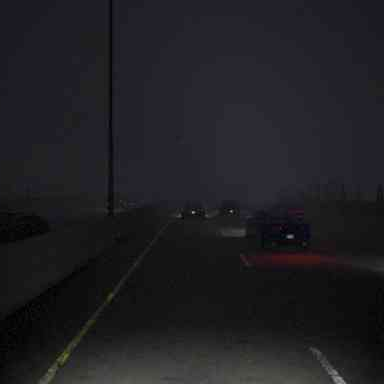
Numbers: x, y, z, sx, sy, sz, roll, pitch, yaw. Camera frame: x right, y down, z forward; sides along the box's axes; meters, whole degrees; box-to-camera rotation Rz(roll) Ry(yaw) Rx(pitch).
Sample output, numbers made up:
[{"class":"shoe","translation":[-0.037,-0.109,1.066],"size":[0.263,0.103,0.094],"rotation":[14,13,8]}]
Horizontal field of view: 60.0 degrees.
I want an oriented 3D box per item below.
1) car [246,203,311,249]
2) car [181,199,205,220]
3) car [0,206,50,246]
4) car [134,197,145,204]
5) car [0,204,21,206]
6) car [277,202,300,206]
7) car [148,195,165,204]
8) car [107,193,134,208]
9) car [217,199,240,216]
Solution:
[{"class":"car","translation":[3.595,1.477,14.642],"size":[1.882,1.535,5.008],"rotation":[0,0,0]},{"class":"car","translation":[0.094,1.563,28.063],"size":[1.994,1.385,4.181],"rotation":[0,0,0]},{"class":"car","translation":[-7.103,1.491,12.581],"size":[2.128,1.511,4.902],"rotation":[0,0,0]},{"class":"car","translation":[-11.009,1.625,66.132],"size":[1.895,1.301,4.718],"rotation":[0,0,13]},{"class":"car","translation":[-14.103,1.599,25.137],"size":[1.895,1.301,4.718],"rotation":[0,0,0]},{"class":"car","translation":[7.094,1.504,25.344],"size":[1.837,1.490,4.892],"rotation":[0,0,0]},{"class":"car","translation":[-5.836,1.350,55.794],"size":[2.097,1.767,4.553],"rotation":[0,0,9]},{"class":"car","translation":[-10.283,1.220,47.117],"size":[2.150,2.045,5.566],"rotation":[0,0,4]},{"class":"car","translation":[3.594,1.504,32.788],"size":[1.837,1.490,4.892],"rotation":[0,0,0]}]
